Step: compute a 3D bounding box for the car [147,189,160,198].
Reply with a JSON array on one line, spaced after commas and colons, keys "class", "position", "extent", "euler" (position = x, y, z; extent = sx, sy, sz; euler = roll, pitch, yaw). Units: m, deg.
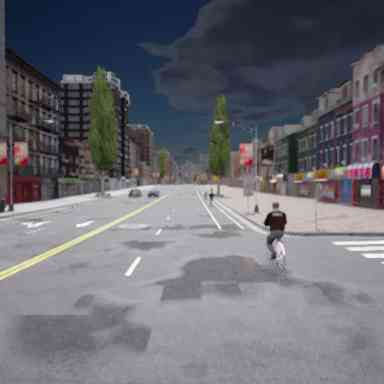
[{"class": "car", "position": [-6.670, 0.229, 58.411], "extent": [2.033, 1.411, 5.357], "euler": [0, 2, 0]}]

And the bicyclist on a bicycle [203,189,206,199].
[{"class": "bicyclist on a bicycle", "position": [2.120, 0.346, 50.971], "extent": [0.866, 1.612, 1.509], "euler": [0, 2, -1]}]

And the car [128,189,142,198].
[{"class": "car", "position": [-9.920, 0.187, 58.401], "extent": [1.837, 1.490, 4.892], "euler": [0, 2, 0]}]

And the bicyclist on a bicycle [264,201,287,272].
[{"class": "bicyclist on a bicycle", "position": [2.201, 1.122, 8.903], "extent": [0.659, 1.776, 1.843], "euler": [-1, 1, 0]}]

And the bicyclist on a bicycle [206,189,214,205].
[{"class": "bicyclist on a bicycle", "position": [2.145, 0.710, 36.712], "extent": [0.659, 1.776, 1.843], "euler": [0, 2, 0]}]
